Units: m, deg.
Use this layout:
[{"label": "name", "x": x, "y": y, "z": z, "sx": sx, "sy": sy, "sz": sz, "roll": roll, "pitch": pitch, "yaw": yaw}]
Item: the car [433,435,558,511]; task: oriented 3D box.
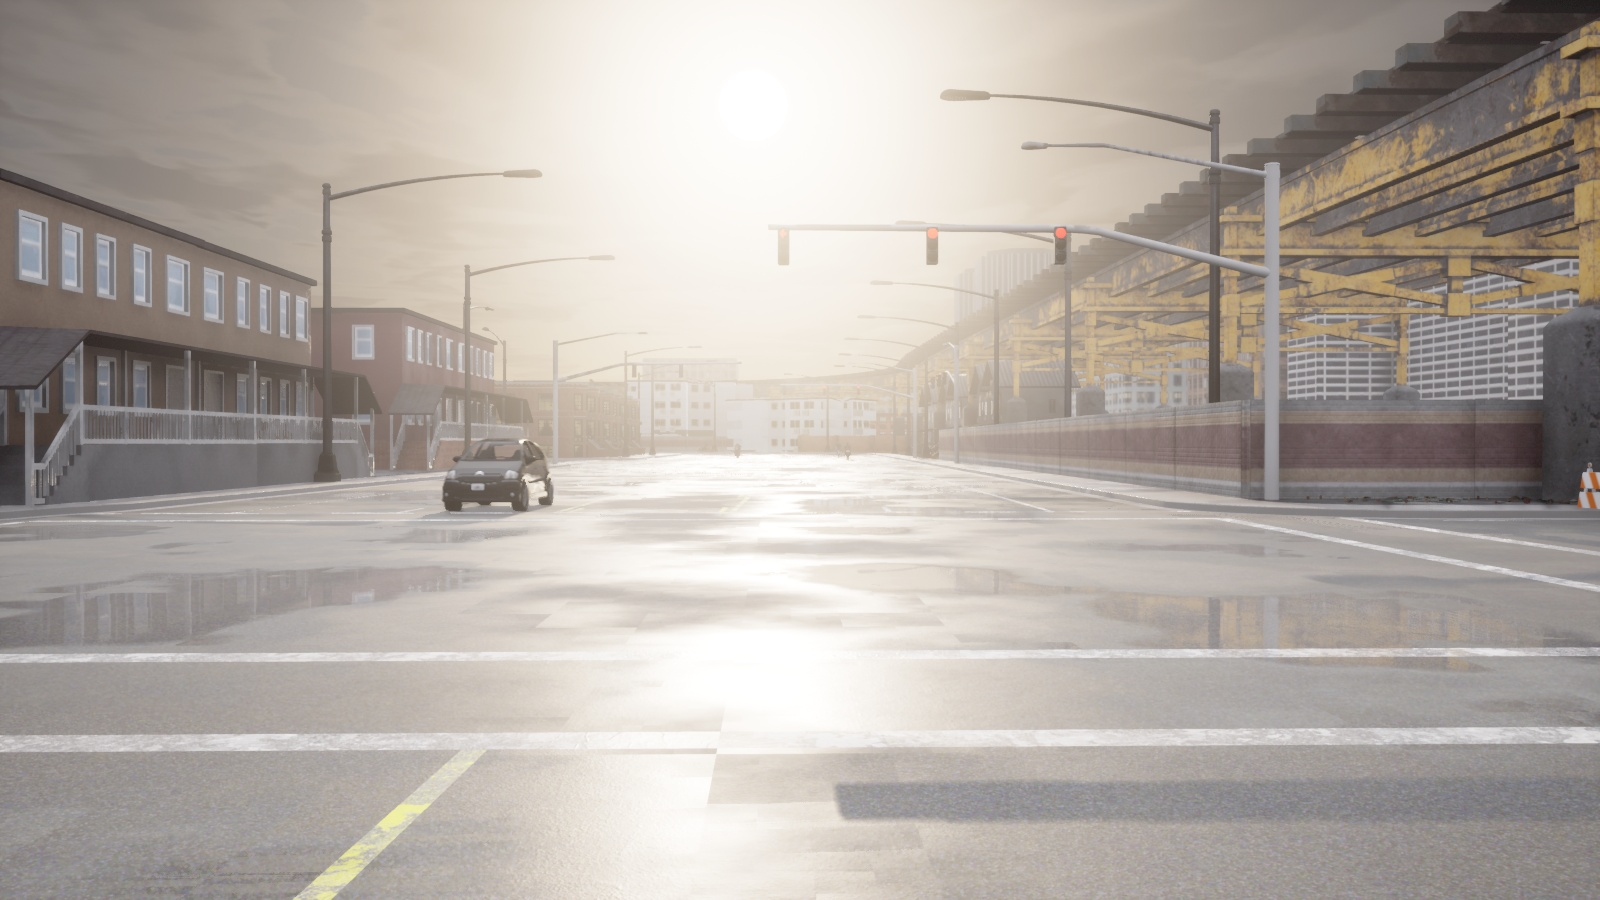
[{"label": "car", "x": -6.822, "y": 0.478, "z": 28.548, "sx": 1.851, "sy": 1.617, "sz": 3.988, "roll": 0, "pitch": 0, "yaw": 0}]
